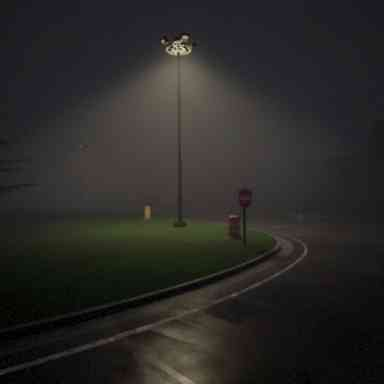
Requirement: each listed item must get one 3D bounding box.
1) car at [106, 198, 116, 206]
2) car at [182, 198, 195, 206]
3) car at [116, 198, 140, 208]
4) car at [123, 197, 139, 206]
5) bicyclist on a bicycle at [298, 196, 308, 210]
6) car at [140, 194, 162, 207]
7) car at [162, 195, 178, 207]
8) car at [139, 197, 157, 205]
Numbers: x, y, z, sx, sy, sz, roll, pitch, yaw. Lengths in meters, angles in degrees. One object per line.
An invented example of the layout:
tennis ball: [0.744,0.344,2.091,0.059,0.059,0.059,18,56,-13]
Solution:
car: [-15.245,1.951,64.371,2.033,1.411,5.357,0,0,-26]
car: [-1.248,1.727,59.634,1.882,1.535,5.008,0,0,-25]
car: [-10.650,1.800,54.954,1.882,1.535,5.008,0,0,-25]
car: [-12.094,1.856,65.892,1.882,1.535,5.008,0,0,-26]
bicyclist on a bicycle: [13.088,1.333,39.146,1.656,1.620,0.582,-1,0,-26]
car: [-7.433,1.518,56.354,2.150,2.045,5.566,0,0,-23]
car: [-4.445,1.801,58.212,1.812,1.442,4.674,0,0,-25]
car: [-8.941,1.847,67.412,2.128,1.511,4.902,0,0,-26]
